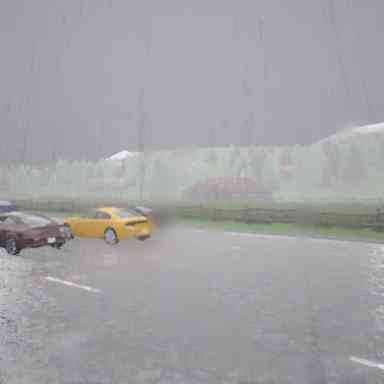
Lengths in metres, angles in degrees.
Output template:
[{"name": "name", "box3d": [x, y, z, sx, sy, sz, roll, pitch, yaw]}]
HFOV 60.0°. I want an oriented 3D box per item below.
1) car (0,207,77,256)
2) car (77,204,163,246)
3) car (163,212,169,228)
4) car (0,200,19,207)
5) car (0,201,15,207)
[{"name": "car", "box3d": [-6.817, 1.513, 13.077, 4.674, 1.442, 1.812, 0, 0, 36]}, {"name": "car", "box3d": [-3.985, 1.465, 15.351, 5.008, 1.535, 1.882, 0, 0, 36]}, {"name": "car", "box3d": [-3.627, 1.463, 19.405, 5.008, 1.535, 1.882, 0, 0, 36]}, {"name": "car", "box3d": [-16.972, 1.448, 28.878, 5.008, 1.535, 1.882, 0, 0, 36]}, {"name": "car", "box3d": [-14.716, 1.523, 22.943, 5.357, 1.411, 2.033, 0, 0, 36]}]
